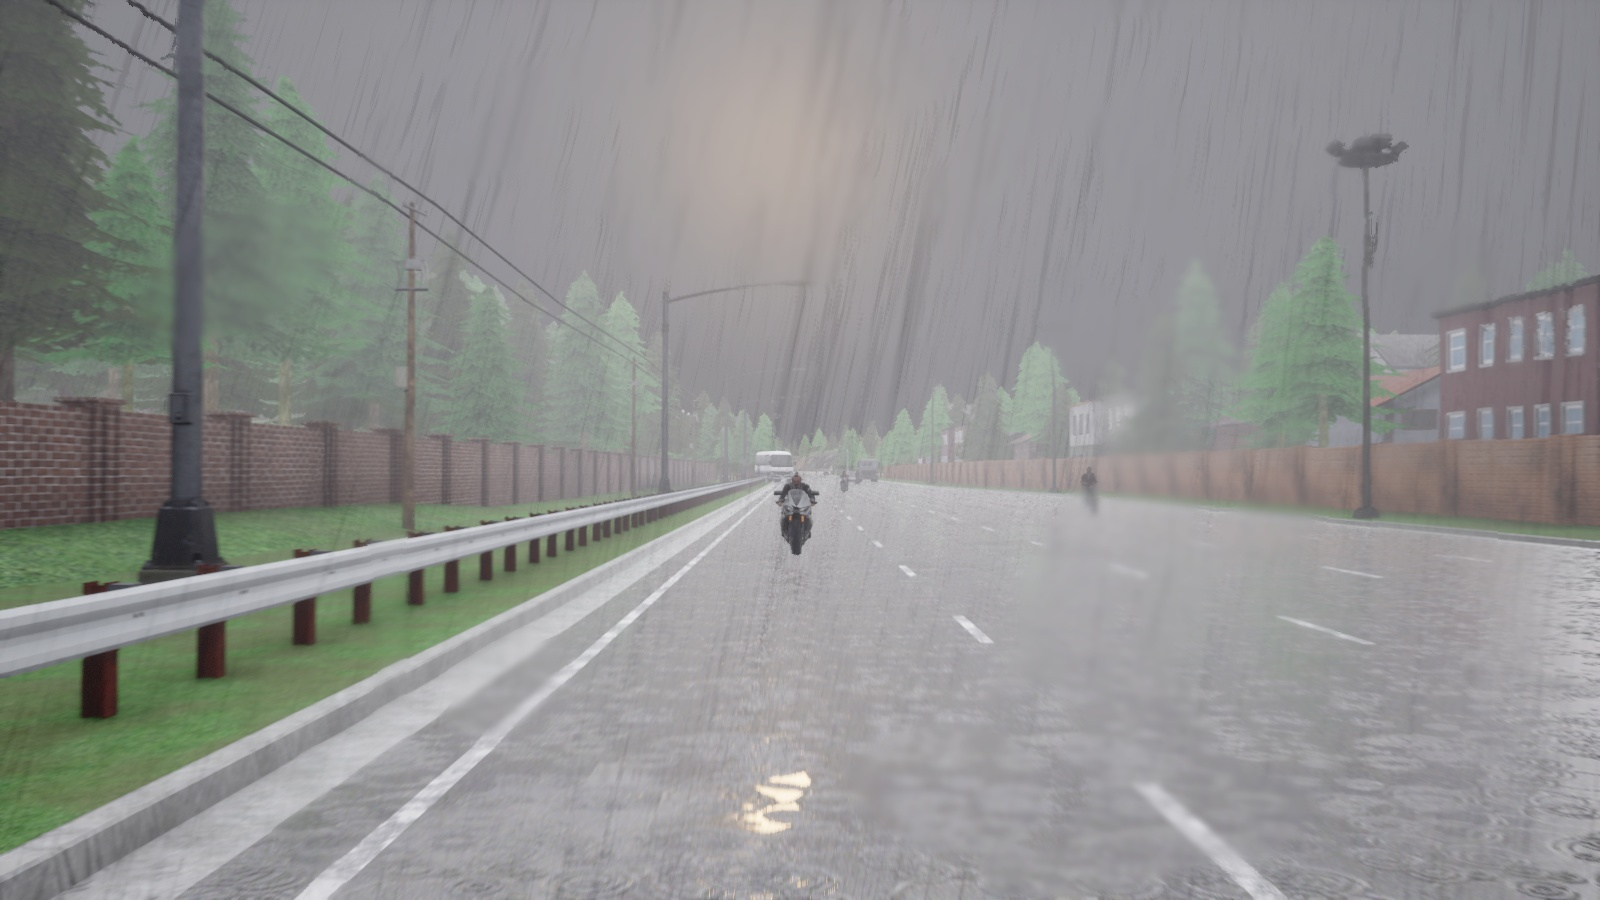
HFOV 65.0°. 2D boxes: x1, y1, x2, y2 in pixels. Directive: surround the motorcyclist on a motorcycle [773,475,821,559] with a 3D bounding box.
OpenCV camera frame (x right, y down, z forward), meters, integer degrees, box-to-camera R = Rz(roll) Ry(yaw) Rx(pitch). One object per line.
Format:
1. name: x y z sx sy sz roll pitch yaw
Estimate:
1. motorcyclist on a motorcycle: -0.059 1.253 24.155 0.866 1.530 2.191 0 -1 0
